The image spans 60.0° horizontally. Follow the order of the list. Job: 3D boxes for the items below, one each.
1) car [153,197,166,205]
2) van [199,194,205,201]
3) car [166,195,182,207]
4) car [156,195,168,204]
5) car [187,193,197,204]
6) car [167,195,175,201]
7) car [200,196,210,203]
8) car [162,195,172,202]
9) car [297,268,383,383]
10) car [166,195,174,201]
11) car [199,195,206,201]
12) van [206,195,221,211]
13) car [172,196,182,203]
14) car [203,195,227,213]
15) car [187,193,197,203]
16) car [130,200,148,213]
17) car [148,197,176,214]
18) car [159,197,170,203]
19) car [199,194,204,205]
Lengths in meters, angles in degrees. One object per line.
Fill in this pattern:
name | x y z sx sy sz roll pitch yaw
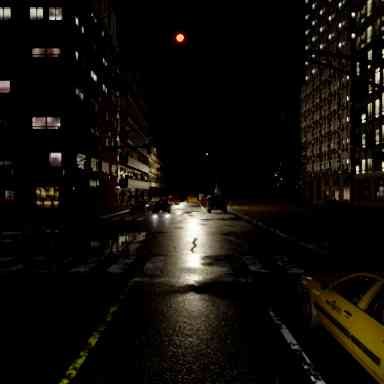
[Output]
car | -5.696 1.582 58.454 1.887 1.381 4.507 0 0 0
van | 2.682 1.439 91.614 1.690 1.788 3.998 0 0 0
car | -3.096 1.556 53.659 1.812 1.442 4.674 0 0 0
car | -5.697 1.487 63.982 1.967 1.590 4.097 0 0 0
car | 0.098 1.527 65.363 1.882 1.535 5.008 0 0 0
car | -5.697 1.642 91.614 1.887 1.381 4.507 0 0 0
car | 2.684 1.600 69.509 1.887 1.381 4.507 0 0 0
car | -5.697 1.505 75.035 1.967 1.590 4.097 0 0 0
car | 2.687 1.525 4.106 1.752 1.417 4.829 0 0 0
car | -5.697 1.611 85.918 1.752 1.417 4.829 0 0 0
car | 2.684 1.612 86.258 1.752 1.417 4.829 0 0 0
van | 2.684 1.357 41.875 1.690 1.788 3.998 0 0 0
car | -3.002 1.493 69.276 1.895 1.301 4.718 0 0 0
car | 2.684 1.326 36.349 2.192 1.841 5.009 0 0 0
car | 0.000 1.291 75.839 2.150 2.045 5.566 0 0 0
car | -5.694 1.562 36.348 2.008 1.369 4.403 0 0 0
car | -3.101 1.558 35.550 2.033 1.411 5.357 0 0 0
car | -5.696 1.638 69.509 1.802 1.307 4.206 0 0 0
car | 2.683 1.353 58.455 2.192 1.841 5.009 0 0 0
